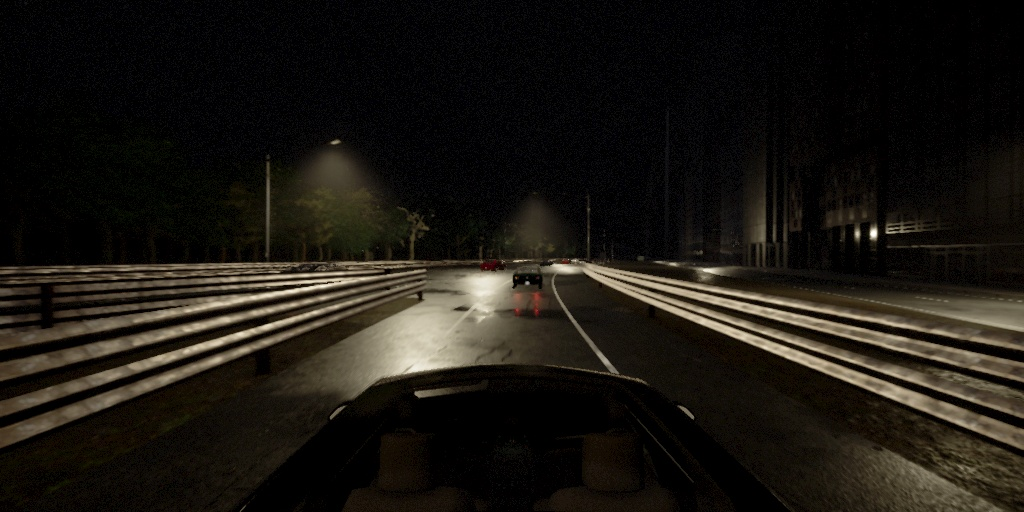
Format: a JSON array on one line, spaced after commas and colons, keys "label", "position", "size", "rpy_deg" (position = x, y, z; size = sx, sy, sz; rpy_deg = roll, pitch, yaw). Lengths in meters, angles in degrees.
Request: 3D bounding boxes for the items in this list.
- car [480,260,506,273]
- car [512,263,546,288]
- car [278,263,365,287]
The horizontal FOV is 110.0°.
[{"label": "car", "position": [-2.260, 1.235, 44.144], "size": [1.882, 1.535, 5.008], "rpy_deg": [0, 0, 18]}, {"label": "car", "position": [1.117, 1.353, 23.769], "size": [1.895, 1.301, 4.718], "rpy_deg": [0, 0, 5]}, {"label": "car", "position": [-10.242, 1.147, 19.755], "size": [2.128, 1.511, 4.902], "rpy_deg": [0, 0, 18]}]
